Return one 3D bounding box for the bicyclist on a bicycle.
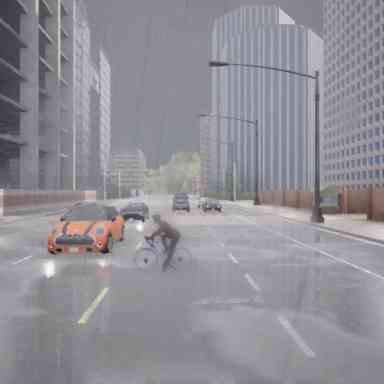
[{"bbox_3d":[-0.828,1.453,9.446,1.656,1.620,0.582,-1,0,-2],"label":"bicyclist on a bicycle"}]

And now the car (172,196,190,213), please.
[{"bbox_3d":[-1.229,1.491,37.510,2.128,1.511,4.902,0,0,-2],"label":"car"}]

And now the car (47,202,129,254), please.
[{"bbox_3d":[-4.041,1.351,13.395,2.097,1.767,4.553,0,0,-2],"label":"car"}]

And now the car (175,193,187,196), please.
[{"bbox_3d":[-1.604,1.221,47.677,2.150,2.045,5.566,0,0,-2],"label":"car"}]

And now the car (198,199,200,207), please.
[{"bbox_3d":[1.811,1.525,48.381,1.812,1.442,4.674,0,0,-2],"label":"car"}]

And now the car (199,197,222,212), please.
[{"bbox_3d":[2.234,1.601,38.549,1.895,1.301,4.718,0,0,-2],"label":"car"}]

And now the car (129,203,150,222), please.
[{"bbox_3d":[-4.419,1.547,26.325,2.033,1.411,5.357,0,0,-2],"label":"car"}]

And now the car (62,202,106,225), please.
[{"bbox_3d":[-7.877,1.506,24.714,1.837,1.490,4.892,0,0,-2],"label":"car"}]
